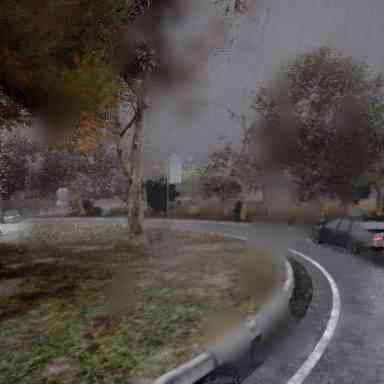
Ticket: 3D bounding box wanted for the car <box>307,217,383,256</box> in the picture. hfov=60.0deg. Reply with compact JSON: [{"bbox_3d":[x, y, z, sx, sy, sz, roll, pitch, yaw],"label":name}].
[{"bbox_3d":[6.915,1.769,14.272,2.033,1.411,5.357,0,-1,-6],"label":"car"}]
